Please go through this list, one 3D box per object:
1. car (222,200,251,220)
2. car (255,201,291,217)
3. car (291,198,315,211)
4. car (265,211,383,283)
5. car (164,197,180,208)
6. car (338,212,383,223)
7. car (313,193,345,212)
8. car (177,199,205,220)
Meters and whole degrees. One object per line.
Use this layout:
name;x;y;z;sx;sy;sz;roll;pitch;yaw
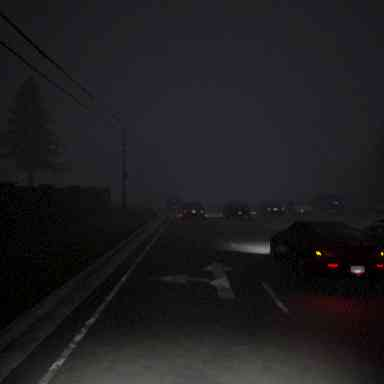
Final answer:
car;3.614;1.429;27.611;1.882;1.535;5.008;0;0;0
car;7.115;1.494;30.683;2.033;1.411;5.357;0;0;0
car;10.618;1.541;34.294;1.895;1.301;4.718;0;0;0
car;3.605;1.509;9.532;1.812;1.442;4.674;0;0;0
car;-2.413;1.444;45.202;1.812;1.442;4.674;0;0;-17
car;7.105;1.580;11.519;1.895;1.301;4.718;0;0;0
car;14.117;1.160;35.258;2.150;2.045;5.566;0;0;0
car;0.099;1.499;27.114;2.033;1.411;5.357;0;0;-1
